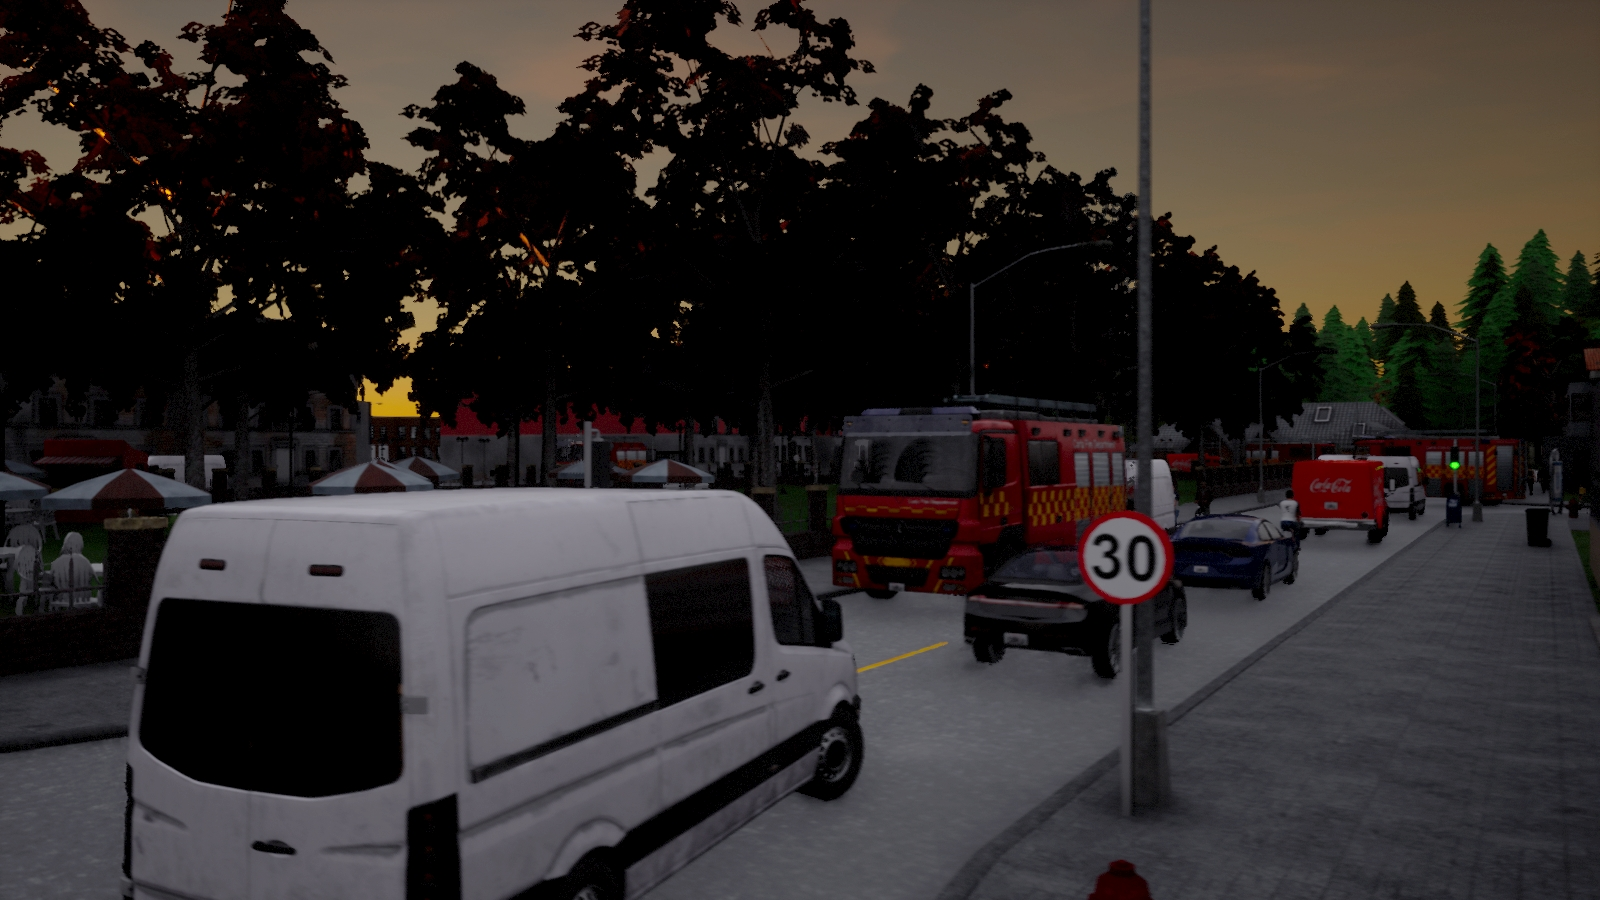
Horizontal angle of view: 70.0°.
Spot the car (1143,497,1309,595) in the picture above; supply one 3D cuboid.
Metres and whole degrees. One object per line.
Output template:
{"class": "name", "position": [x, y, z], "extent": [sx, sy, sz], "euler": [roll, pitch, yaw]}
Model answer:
{"class": "car", "position": [8.693, 1.814, 23.032], "extent": [2.097, 1.535, 5.006], "euler": [0, 0, 33]}

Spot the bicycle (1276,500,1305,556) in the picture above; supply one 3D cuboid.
{"class": "bicycle", "position": [12.234, 1.936, 28.482], "extent": [0.373, 1.296, 1.643], "euler": [0, 0, 33]}

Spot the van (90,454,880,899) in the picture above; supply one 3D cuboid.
{"class": "van", "position": [-1.335, 1.314, 7.796], "extent": [1.988, 2.561, 5.915], "euler": [0, 0, 22]}

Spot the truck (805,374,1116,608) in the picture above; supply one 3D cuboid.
{"class": "truck", "position": [3.611, 0.670, 23.016], "extent": [2.891, 3.827, 8.468], "euler": [0, 0, 33]}

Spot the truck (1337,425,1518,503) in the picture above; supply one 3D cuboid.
{"class": "truck", "position": [32.688, 0.670, 60.001], "extent": [2.891, 3.827, 8.468], "euler": [0, 0, -21]}

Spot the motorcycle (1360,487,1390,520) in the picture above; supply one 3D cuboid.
{"class": "motorcycle", "position": [21.650, 1.993, 43.002], "extent": [0.803, 1.145, 2.033], "euler": [0, 0, 33]}

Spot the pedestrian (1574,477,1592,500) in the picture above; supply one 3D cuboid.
{"class": "pedestrian", "position": [38.216, 1.897, 55.777], "extent": [0.500, 1.100, 0.500], "euler": [0, 0, -6]}

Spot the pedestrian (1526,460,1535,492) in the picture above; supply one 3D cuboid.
{"class": "pedestrian", "position": [42.564, 1.518, 66.574], "extent": [0.375, 1.860, 0.375], "euler": [0, 0, 28]}

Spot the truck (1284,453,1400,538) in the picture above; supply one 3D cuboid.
{"class": "truck", "position": [17.201, 1.343, 36.132], "extent": [2.627, 2.467, 5.204], "euler": [0, 0, 33]}

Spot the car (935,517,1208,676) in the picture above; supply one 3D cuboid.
{"class": "car", "position": [3.905, 1.827, 15.701], "extent": [2.128, 1.511, 4.902], "euler": [0, 0, 33]}

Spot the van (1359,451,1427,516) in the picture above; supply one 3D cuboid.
{"class": "van", "position": [25.170, 1.315, 48.388], "extent": [1.988, 2.561, 5.915], "euler": [0, 0, 33]}
